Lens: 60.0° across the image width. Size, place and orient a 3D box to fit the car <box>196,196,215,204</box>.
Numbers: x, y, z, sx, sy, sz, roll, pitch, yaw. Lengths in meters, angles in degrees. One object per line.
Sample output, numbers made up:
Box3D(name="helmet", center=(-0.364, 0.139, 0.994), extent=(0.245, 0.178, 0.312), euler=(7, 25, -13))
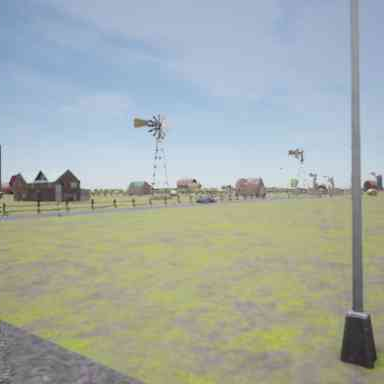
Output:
Box3D(name="car", center=(2.520, 1.405, 60.945), extent=(1.994, 1.385, 4.181), euler=(-1, 0, 36))
